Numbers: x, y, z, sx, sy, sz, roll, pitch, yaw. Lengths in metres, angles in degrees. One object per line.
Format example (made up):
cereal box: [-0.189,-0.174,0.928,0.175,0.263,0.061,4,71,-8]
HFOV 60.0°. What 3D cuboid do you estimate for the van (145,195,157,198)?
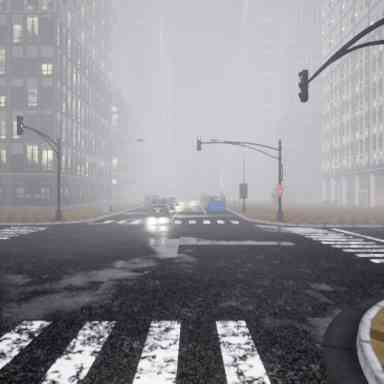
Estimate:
van: [-5.726,1.336,46.975,1.690,1.788,3.998,0,0,0]

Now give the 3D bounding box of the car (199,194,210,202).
car: [2.784,1.305,74.633,2.192,1.841,5.009,0,0,0]

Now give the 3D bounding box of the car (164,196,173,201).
car: [-5.571,1.570,80.210,1.802,1.307,4.206,0,0,0]

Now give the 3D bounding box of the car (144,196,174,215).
car: [-3.210,1.488,33.243,2.128,1.511,4.902,0,0,-1]

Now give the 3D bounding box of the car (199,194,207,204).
car: [2.733,1.307,63.553,2.192,1.841,5.009,0,0,0]

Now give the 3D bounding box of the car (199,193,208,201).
car: [2.837,1.302,85.711,2.192,1.841,5.009,0,0,0]

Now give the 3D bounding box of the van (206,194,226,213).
van: [2.717,1.337,35.861,1.690,1.788,3.998,0,0,0]

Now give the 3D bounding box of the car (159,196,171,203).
car: [-5.623,1.542,69.131,2.008,1.369,4.403,0,0,0]

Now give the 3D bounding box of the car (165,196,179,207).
car: [-3.097,1.472,53.167,1.882,1.535,5.008,0,0,1]

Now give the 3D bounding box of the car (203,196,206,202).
car: [2.651,1.540,41.399,1.887,1.381,4.507,0,0,0]

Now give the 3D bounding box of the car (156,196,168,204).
car: [-5.649,1.558,63.592,1.947,1.339,4.313,0,0,0]

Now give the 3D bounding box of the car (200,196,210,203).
car: [2.757,1.536,69.093,1.887,1.381,4.507,0,0,0]

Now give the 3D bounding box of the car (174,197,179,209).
car: [-3.155,1.543,43.028,2.033,1.411,5.357,0,0,0]
